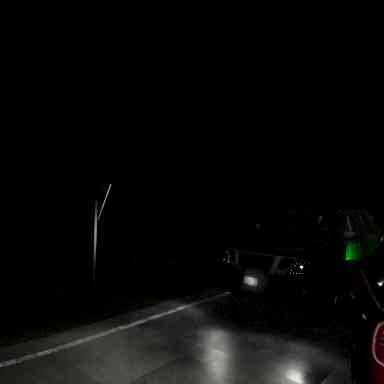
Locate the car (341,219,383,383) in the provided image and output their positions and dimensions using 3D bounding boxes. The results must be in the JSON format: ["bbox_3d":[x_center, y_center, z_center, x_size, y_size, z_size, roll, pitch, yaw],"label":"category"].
[{"bbox_3d":[3.246,1.462,4.453,2.097,1.767,4.553,1,-1,23],"label":"car"}]

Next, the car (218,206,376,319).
[{"bbox_3d":[3.010,1.397,8.236,2.150,2.045,5.566,0,-1,43],"label":"car"}]
